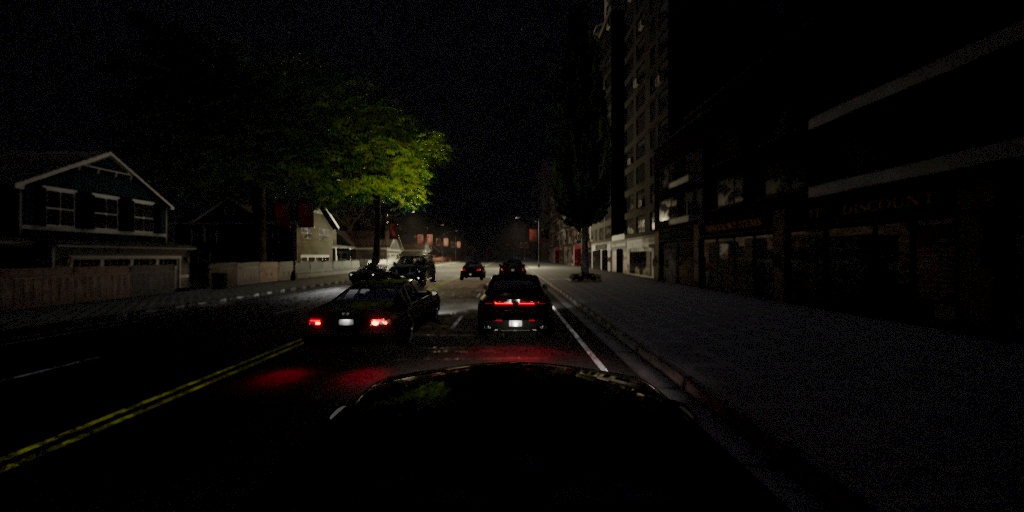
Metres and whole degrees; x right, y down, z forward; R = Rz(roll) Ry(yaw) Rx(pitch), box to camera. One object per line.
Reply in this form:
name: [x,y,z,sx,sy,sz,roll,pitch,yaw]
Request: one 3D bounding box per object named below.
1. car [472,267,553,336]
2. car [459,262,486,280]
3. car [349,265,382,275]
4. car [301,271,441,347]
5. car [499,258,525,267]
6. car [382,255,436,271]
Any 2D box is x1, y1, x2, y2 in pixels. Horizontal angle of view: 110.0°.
car: [0.072,1.245,10.365,1.837,1.490,4.892,0,0,0]
car: [-3.247,1.236,30.172,1.812,1.442,4.674,0,0,0]
car: [-9.931,1.317,25.895,1.895,1.301,4.718,0,0,0]
car: [-3.168,1.289,9.269,2.033,1.411,5.357,0,0,-1]
car: [0.013,1.065,28.645,2.097,1.767,4.553,0,0,-1]
car: [-6.679,0.943,24.557,2.150,2.045,5.566,0,0,0]
